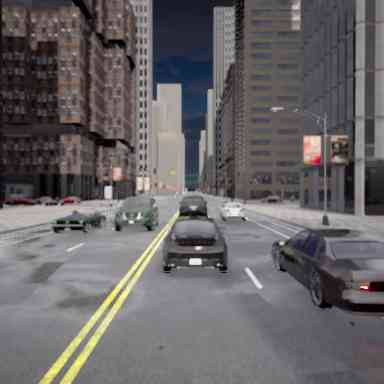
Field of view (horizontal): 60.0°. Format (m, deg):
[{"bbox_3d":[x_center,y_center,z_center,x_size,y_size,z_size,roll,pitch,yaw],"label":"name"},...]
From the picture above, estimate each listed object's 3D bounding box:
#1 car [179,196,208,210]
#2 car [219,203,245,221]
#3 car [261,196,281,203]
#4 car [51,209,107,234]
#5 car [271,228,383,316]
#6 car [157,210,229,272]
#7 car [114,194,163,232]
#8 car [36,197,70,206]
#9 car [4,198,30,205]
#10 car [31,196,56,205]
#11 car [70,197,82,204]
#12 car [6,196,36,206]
[{"bbox_3d":[0.108,1.321,26.686,2.150,2.045,5.566,0,0,0],"label":"car"},{"bbox_3d":[3.358,1.630,28.394,1.812,1.442,4.674,0,0,0],"label":"car"},{"bbox_3d":[16.710,1.563,70.656,4.097,1.590,1.967,0,1,0],"label":"car"},{"bbox_3d":[-6.592,1.679,19.817,1.895,1.301,4.718,0,0,0],"label":"car"},{"bbox_3d":[3.339,1.580,7.887,2.033,1.411,5.357,0,0,0],"label":"car"},{"bbox_3d":[0.096,1.550,10.966,1.837,1.490,4.892,0,0,0],"label":"car"},{"bbox_3d":[-3.341,1.304,21.085,2.150,2.045,5.566,0,0,0],"label":"car"},{"bbox_3d":[-24.703,1.890,59.023,4.313,1.339,1.947,0,1,0],"label":"car"},{"bbox_3d":[-35.552,1.847,67.546,4.206,1.307,1.802,0,1,0],"label":"car"},{"bbox_3d":[-30.128,1.685,67.544,4.097,1.590,1.967,0,1,0],"label":"car"},{"bbox_3d":[-24.703,1.665,67.545,4.097,1.590,1.967,0,1,0],"label":"car"},{"bbox_3d":[-30.130,1.659,59.018,5.009,1.841,2.192,0,1,0],"label":"car"}]
